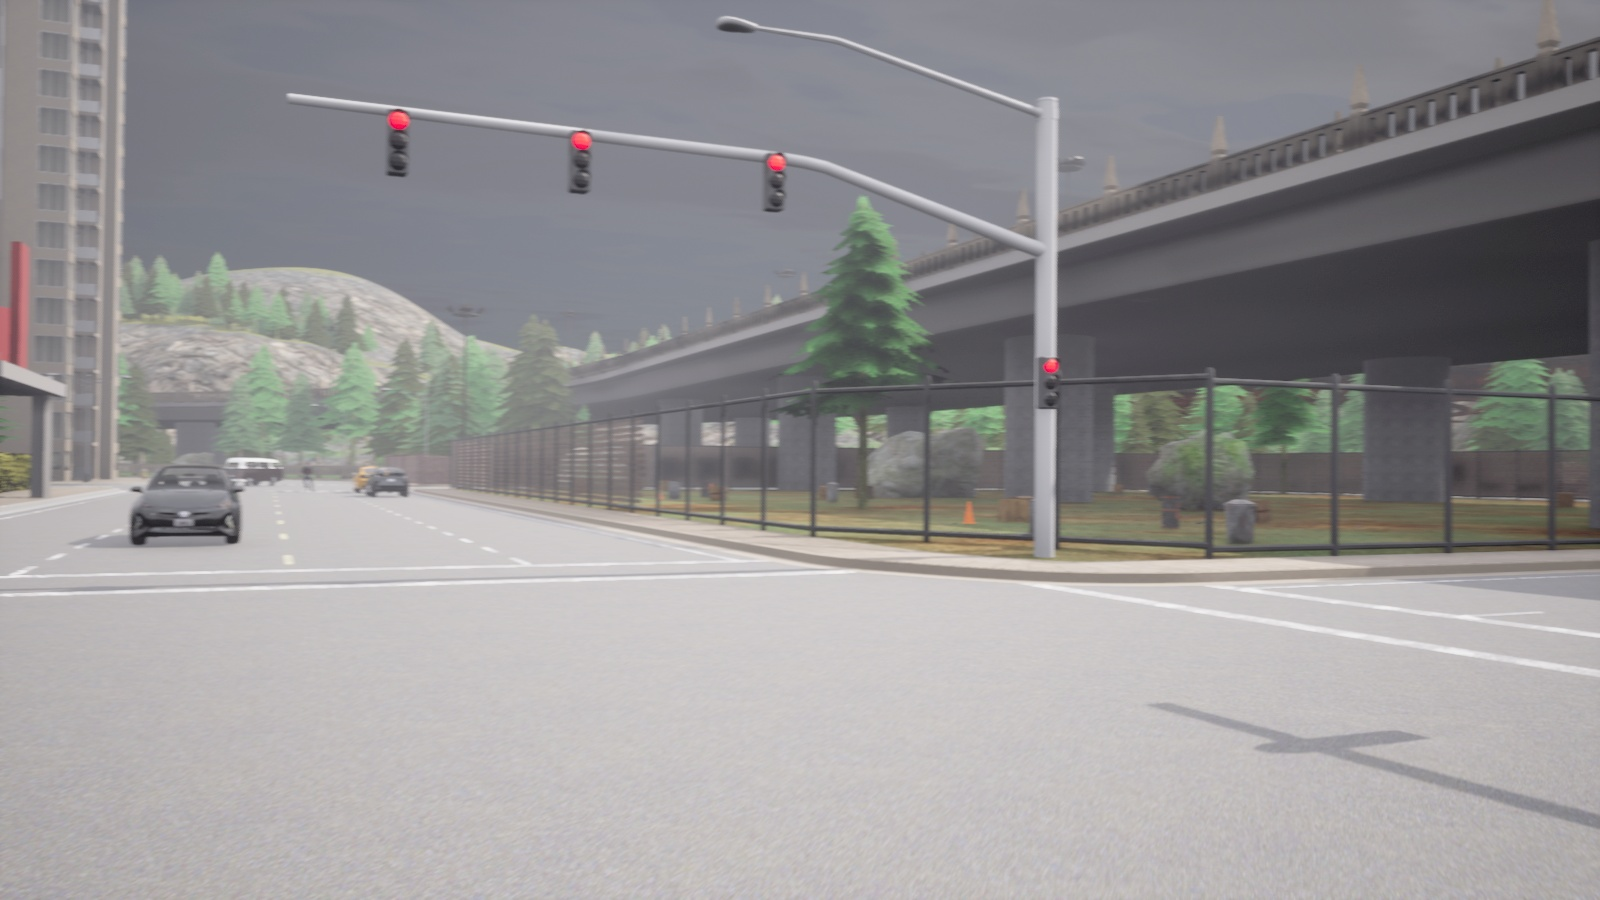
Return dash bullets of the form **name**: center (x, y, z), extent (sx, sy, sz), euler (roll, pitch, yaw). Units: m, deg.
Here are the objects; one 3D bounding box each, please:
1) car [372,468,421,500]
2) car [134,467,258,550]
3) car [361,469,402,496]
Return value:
- **car**: center (-20.587, 1.705, 63.944), extent (2.007, 1.525, 4.514), euler (0, -1, -23)
- **car**: center (-12.165, 1.117, 25.534), extent (2.007, 1.525, 4.514), euler (0, -1, -23)
- **car**: center (-24.423, 1.874, 73.149), extent (1.882, 1.535, 5.008), euler (0, -1, -23)
